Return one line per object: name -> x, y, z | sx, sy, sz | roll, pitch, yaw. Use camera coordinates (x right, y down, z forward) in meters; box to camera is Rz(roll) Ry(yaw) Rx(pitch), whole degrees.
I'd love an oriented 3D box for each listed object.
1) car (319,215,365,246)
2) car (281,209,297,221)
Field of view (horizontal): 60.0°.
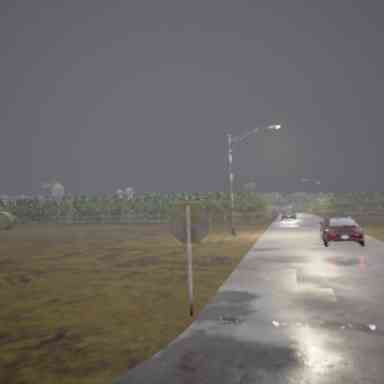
car -> 7.775, 1.952, 17.468 | 1.812, 1.442, 4.674 | -3, -2, 19
car -> 13.082, 2.998, 44.857 | 2.128, 1.511, 4.902 | -3, -3, 16
